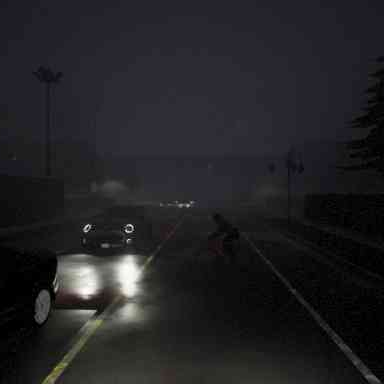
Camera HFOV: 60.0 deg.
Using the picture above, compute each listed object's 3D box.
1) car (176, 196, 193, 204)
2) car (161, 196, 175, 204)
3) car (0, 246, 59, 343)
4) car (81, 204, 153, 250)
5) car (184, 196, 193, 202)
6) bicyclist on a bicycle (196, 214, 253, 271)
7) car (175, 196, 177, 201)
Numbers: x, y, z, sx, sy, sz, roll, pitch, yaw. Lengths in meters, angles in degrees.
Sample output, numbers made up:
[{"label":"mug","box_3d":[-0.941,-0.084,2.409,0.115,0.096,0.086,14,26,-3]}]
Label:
[{"label":"car","box_3d":[-1.423,1.617,64.455,1.895,1.301,4.718,0,0,3]},{"label":"car","box_3d":[-4.916,1.493,64.662,1.882,1.535,5.008,0,0,3]},{"label":"car","box_3d":[-3.485,1.478,4.151,1.882,1.535,5.008,0,0,3]},{"label":"car","box_3d":[-3.019,1.352,14.229,2.097,1.767,4.553,0,0,3]},{"label":"car","box_3d":[-0.718,1.611,79.376,1.895,1.301,4.718,0,0,3]},{"label":"bicyclist on a bicycle","box_3d":[0.902,1.454,9.498,1.656,1.620,0.582,-2,0,3]},{"label":"car","box_3d":[-4.187,1.568,80.153,1.994,1.385,4.181,0,0,3]}]
